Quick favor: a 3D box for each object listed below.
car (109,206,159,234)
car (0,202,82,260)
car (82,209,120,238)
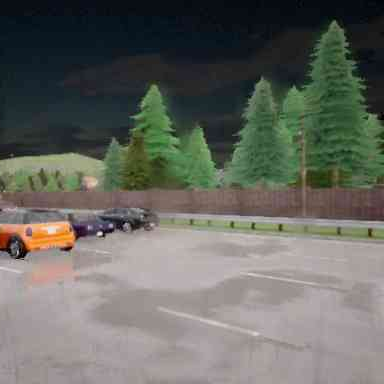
[{"bbox_3d":[-4.163,1.590,19.835,4.892,1.490,1.837,0,0,36],"label":"car"},{"bbox_3d":[-6.701,1.426,13.038,4.553,1.767,2.097,0,0,36],"label":"car"},{"bbox_3d":[-6.145,1.686,16.951,4.718,1.301,1.895,0,0,36],"label":"car"}]
